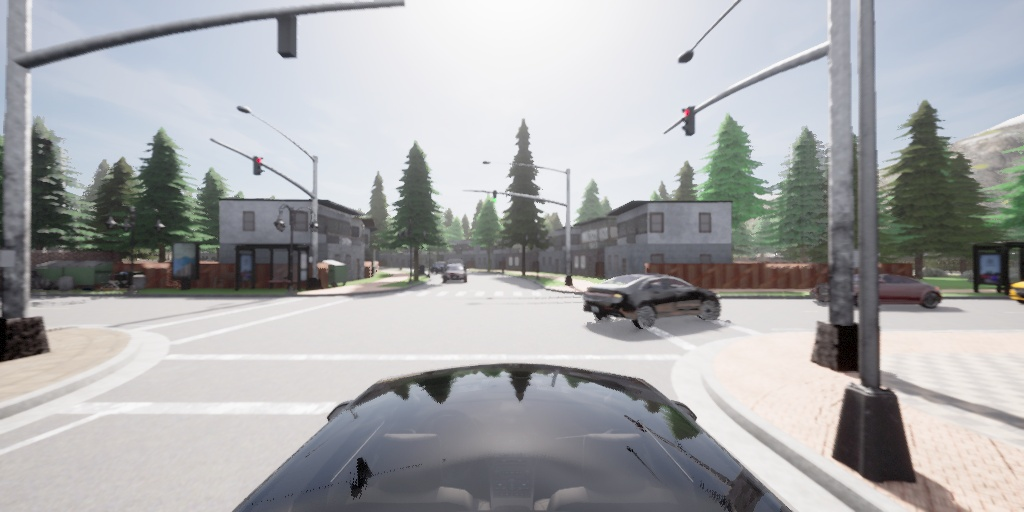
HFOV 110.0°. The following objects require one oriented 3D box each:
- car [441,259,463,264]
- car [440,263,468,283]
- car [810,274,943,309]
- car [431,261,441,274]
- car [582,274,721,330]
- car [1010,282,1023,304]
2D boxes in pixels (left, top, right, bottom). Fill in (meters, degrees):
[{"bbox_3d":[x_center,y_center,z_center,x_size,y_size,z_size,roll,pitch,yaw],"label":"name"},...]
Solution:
[{"bbox_3d":[-6.460,1.317,40.275,2.150,2.045,5.566,0,-1,-15],"label":"car"},{"bbox_3d":[-4.873,1.569,31.105,1.994,1.385,4.181,0,-1,-7],"label":"car"},{"bbox_3d":[15.338,1.431,15.255,4.181,1.385,1.994,0,-1,2],"label":"car"},{"bbox_3d":[-9.820,1.542,49.847,2.097,1.767,4.553,0,-1,-23],"label":"car"},{"bbox_3d":[4.530,1.322,11.402,4.902,1.511,2.128,0,-2,-28],"label":"car"},{"bbox_3d":[24.217,1.341,14.987,5.008,1.535,1.882,0,-1,2],"label":"car"}]
